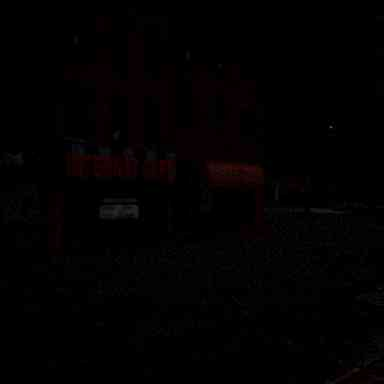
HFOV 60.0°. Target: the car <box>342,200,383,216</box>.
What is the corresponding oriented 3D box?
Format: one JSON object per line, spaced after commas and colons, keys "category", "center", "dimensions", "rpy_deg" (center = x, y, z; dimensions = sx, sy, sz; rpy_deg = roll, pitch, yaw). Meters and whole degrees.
{"category": "car", "center": [15.613, 1.333, 28.886], "dimensions": [1.895, 1.301, 4.718], "rpy_deg": [1, 1, -35]}
